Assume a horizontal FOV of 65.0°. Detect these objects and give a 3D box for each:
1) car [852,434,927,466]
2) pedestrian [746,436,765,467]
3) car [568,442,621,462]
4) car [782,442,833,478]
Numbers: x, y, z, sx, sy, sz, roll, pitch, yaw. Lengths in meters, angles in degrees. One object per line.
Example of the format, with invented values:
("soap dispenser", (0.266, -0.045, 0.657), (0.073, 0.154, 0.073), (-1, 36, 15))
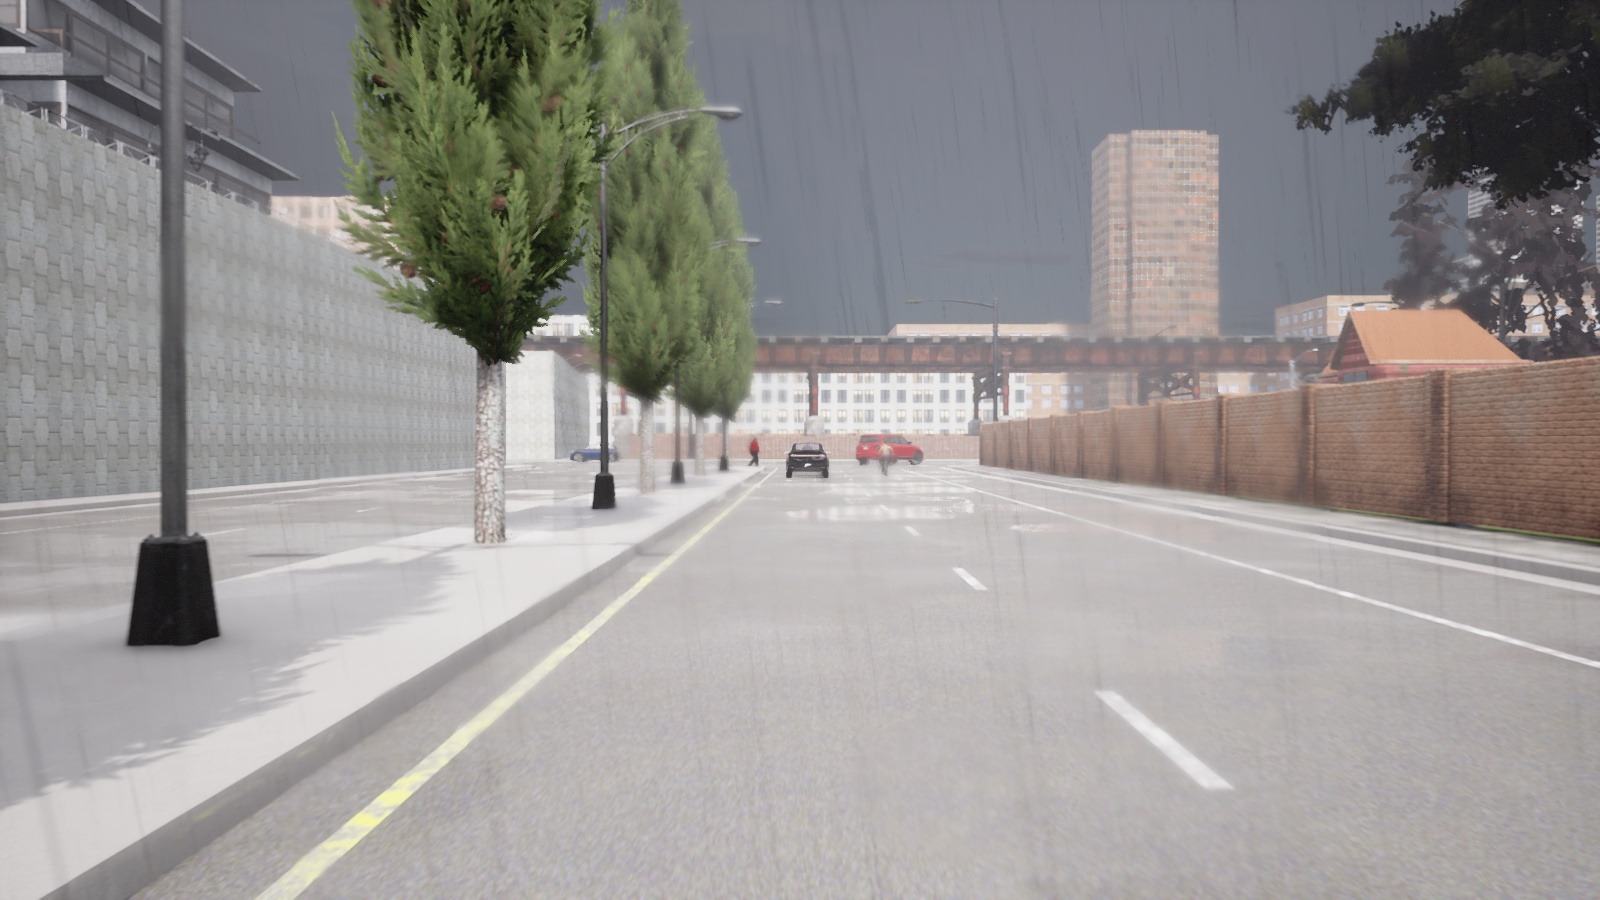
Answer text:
("car", (5.911, 0.007, 82.117), (2.150, 2.045, 5.566), (-1, 0, 38))
("pedestrian", (-2.647, 0.071, 74.300), (0.899, 1.844, 0.634), (0, 0, -43))
("car", (-15.968, 0.149, 97.568), (3.806, 1.475, 1.970), (0, 0, 1))
("car", (0.330, 0.391, 55.401), (2.128, 1.511, 4.902), (0, 0, 0))
